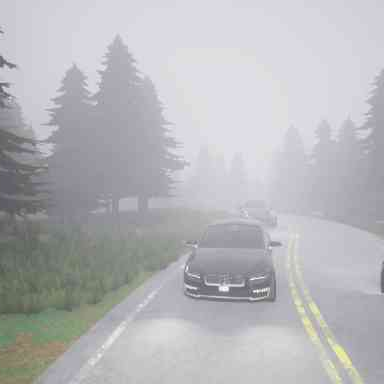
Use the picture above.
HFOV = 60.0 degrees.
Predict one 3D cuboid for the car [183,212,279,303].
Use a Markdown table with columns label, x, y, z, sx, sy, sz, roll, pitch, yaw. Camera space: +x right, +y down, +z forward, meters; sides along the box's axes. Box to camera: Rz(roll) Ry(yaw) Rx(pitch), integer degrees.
| label | x | y | z | sx | sy | sz | roll | pitch | yaw |
| --- | --- | --- | --- | --- | --- | --- | --- | --- | --- |
| car | 1.102 | 1.495 | 8.420 | 1.837 | 1.490 | 4.892 | -1 | 0 | 13 |

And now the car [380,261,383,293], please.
| label | x | y | z | sx | sy | sz | roll | pitch | yaw |
| --- | --- | --- | --- | --- | --- | --- | --- | --- | --- |
| car | 4.499 | 1.308 | 4.645 | 2.097 | 1.767 | 4.553 | -1 | 0 | 9 |

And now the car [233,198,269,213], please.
| label | x | y | z | sx | sy | sz | roll | pitch | yaw |
| --- | --- | --- | --- | --- | --- | --- | --- | --- | --- |
| car | 6.249 | 1.408 | 35.735 | 1.837 | 1.490 | 4.892 | 2 | -1 | -15 |

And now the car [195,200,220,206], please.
| label | x | y | z | sx | sy | sz | roll | pitch | yaw |
| --- | --- | --- | --- | --- | --- | --- | --- | --- | --- |
| car | 1.977 | 1.796 | 44.866 | 1.812 | 1.442 | 4.674 | 3 | -5 | -35 |

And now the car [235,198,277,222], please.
| label | x | y | z | sx | sy | sz | roll | pitch | yaw |
| --- | --- | --- | --- | --- | --- | --- | --- | --- | --- |
| car | 4.035 | 1.266 | 21.266 | 2.097 | 1.767 | 4.553 | -1 | 0 | 3 |
